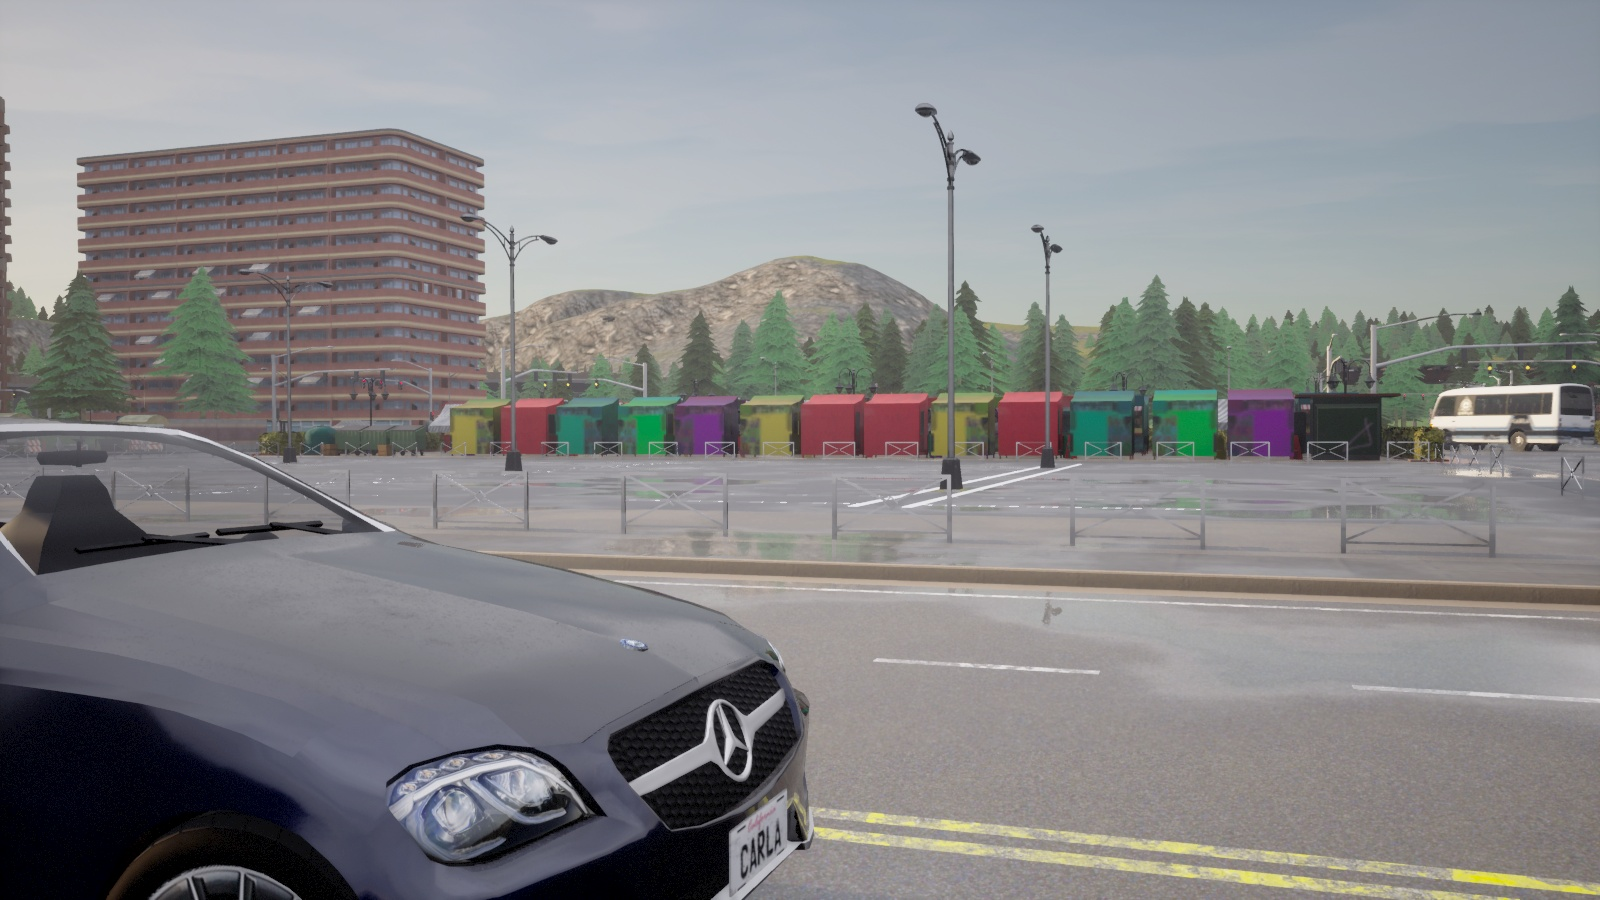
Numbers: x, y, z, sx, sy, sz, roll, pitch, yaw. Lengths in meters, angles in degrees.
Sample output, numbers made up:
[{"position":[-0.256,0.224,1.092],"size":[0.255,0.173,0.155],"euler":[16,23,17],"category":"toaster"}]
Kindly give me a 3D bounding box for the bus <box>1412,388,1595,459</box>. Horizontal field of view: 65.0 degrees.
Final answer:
[{"position":[46.084,-1.702,82.780],"size":[3.944,4.253,10.273],"euler":[2,0,-20],"category":"bus"}]

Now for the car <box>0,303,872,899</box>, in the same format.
[{"position":[-2.485,0.531,4.025],"size":[5.027,1.651,2.152],"euler":[1,1,19],"category":"car"}]
